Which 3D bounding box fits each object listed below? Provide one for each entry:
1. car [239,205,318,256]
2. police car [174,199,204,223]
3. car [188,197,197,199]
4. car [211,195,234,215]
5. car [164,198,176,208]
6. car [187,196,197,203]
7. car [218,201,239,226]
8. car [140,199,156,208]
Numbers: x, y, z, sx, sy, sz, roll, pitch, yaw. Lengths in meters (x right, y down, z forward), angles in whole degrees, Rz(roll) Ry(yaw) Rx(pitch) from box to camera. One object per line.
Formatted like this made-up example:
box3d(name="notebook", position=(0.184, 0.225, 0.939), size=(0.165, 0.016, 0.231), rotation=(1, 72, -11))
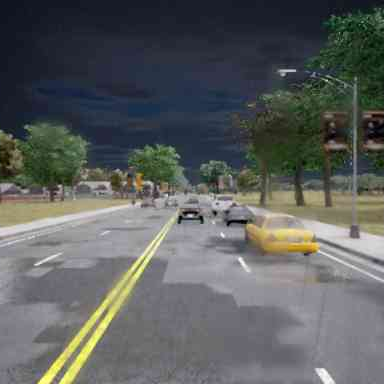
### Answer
box3d(name="car", position=(3.254, 1.490, 13.160), size=(1.801, 1.575, 5.366), rotation=(0, 0, 0))
box3d(name="police car", position=(-0.076, 1.572, 26.426), size=(2.038, 1.542, 4.974), rotation=(0, 0, 1))
box3d(name="car", position=(0.103, 1.643, 55.750), size=(2.128, 1.511, 4.902), rotation=(0, 0, 0))
box3d(name="car", position=(3.261, 1.315, 35.004), size=(2.150, 2.045, 5.566), rotation=(0, 0, 0))
box3d(name="car", position=(-3.273, 1.633, 52.367), size=(2.128, 1.511, 4.902), rotation=(0, 0, 1))
box3d(name="car", position=(0.023, 1.734, 74.674), size=(2.033, 1.411, 5.357), rotation=(0, 0, 0))
box3d(name="car", position=(3.258, 1.626, 23.972), size=(1.994, 1.385, 4.181), rotation=(0, 0, 0))
box3d(name="car", position=(-6.541, 1.701, 50.353), size=(1.994, 1.385, 4.181), rotation=(0, 0, 0))
